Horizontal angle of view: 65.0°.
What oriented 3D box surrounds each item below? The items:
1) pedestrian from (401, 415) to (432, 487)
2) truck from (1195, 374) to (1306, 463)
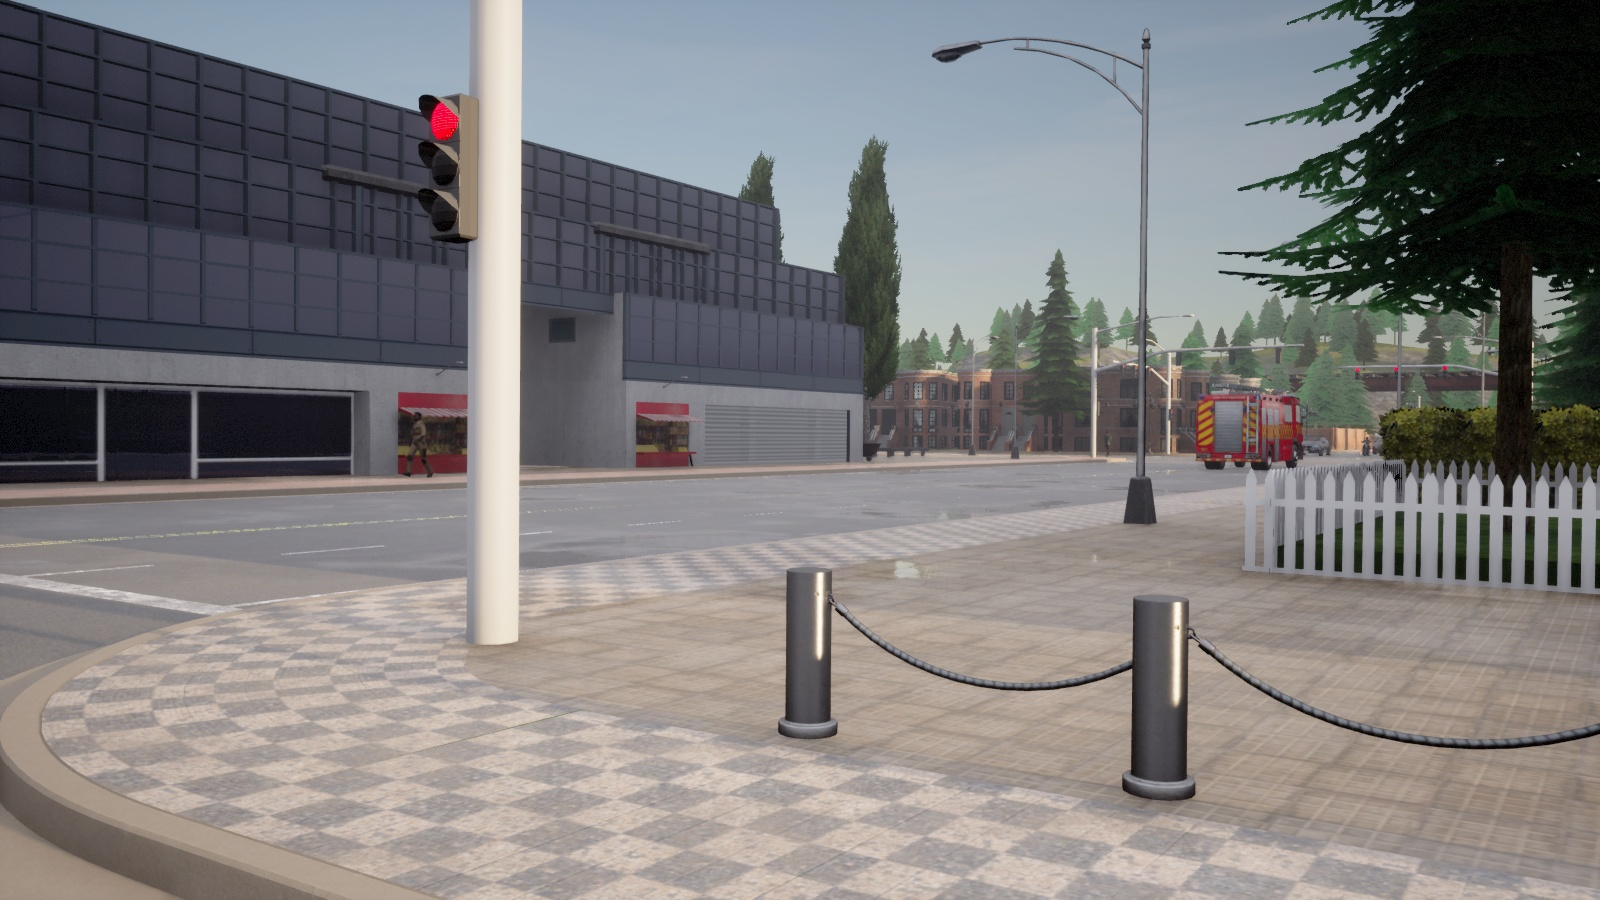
[{"bbox_3d":[-10.381,0.019,34.027,0.396,1.930,0.692,0,1,31],"label":"pedestrian"},{"bbox_3d":[21.085,-1.422,58.443,2.891,3.827,8.468,0,1,34],"label":"truck"}]
